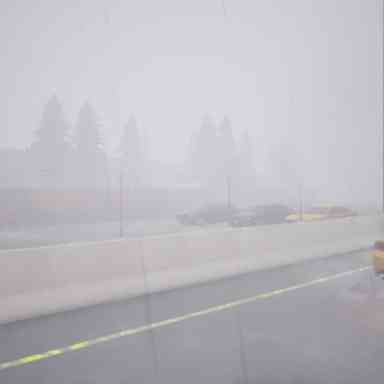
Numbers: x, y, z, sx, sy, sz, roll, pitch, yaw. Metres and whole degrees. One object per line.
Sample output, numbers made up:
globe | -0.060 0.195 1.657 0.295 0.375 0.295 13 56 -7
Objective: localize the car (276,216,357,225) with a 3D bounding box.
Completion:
car | 6.946 1.394 17.777 5.008 1.535 1.882 0 0 -38

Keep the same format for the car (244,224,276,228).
car | 4.342 1.425 20.178 4.892 1.490 1.837 -1 1 -38

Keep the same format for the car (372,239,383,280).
car | 6.535 1.424 8.441 5.008 1.535 1.882 0 0 -36
